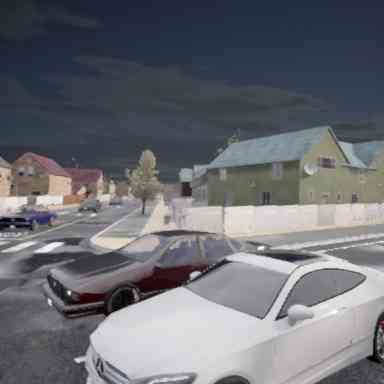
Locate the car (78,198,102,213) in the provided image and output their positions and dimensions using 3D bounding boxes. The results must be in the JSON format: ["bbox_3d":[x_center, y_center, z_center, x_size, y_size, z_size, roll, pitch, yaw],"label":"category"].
[{"bbox_3d":[-11.044,1.486,36.359,1.837,1.490,4.892,2,0,-5],"label":"car"}]

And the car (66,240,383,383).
[{"bbox_3d":[1.022,1.557,4.415,4.674,1.442,1.812,1,0,-36],"label":"car"}]

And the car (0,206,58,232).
[{"bbox_3d":[-9.733,1.547,19.954,1.895,1.301,4.718,2,0,-5],"label":"car"}]

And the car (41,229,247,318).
[{"bbox_3d":[-0.340,1.585,7.436,5.357,1.411,2.033,1,0,-35],"label":"car"}]

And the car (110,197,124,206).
[{"bbox_3d":[-12.492,1.567,55.529,1.837,1.490,4.892,2,0,-5],"label":"car"}]
